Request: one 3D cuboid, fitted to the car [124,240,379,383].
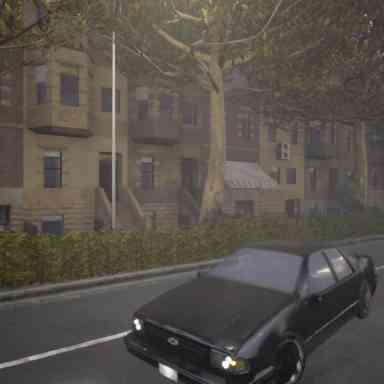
[{"bbox_3d":[1.538,1.563,5.535,2.033,1.411,5.357,0,0,42],"label":"car"}]
